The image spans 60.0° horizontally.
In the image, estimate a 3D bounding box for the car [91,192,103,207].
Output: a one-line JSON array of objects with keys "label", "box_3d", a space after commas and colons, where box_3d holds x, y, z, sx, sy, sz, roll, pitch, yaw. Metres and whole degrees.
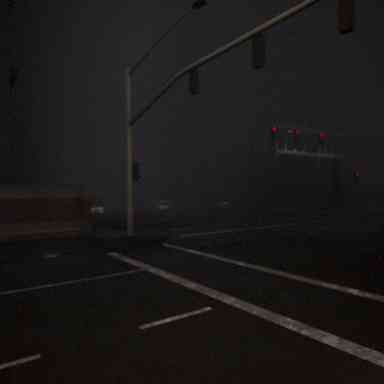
[{"label": "car", "box_3d": [-14.332, 1.024, 46.617, 2.150, 2.045, 5.566, -1, 1, -36]}]
